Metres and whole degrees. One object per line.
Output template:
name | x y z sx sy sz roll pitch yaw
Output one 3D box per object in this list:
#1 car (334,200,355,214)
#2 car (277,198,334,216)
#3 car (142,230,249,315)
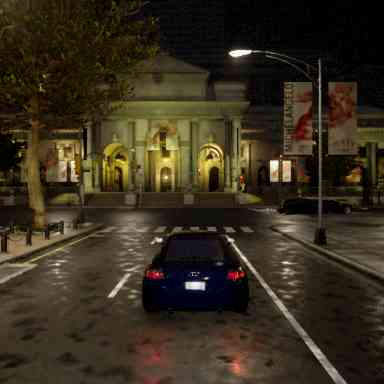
car | 14.529 1.505 35.014 4.892 1.490 1.837 0 0 0
car | 10.465 1.354 31.536 4.553 1.767 2.097 0 0 0
car | 0.073 1.564 7.676 1.994 1.385 4.181 0 0 0
